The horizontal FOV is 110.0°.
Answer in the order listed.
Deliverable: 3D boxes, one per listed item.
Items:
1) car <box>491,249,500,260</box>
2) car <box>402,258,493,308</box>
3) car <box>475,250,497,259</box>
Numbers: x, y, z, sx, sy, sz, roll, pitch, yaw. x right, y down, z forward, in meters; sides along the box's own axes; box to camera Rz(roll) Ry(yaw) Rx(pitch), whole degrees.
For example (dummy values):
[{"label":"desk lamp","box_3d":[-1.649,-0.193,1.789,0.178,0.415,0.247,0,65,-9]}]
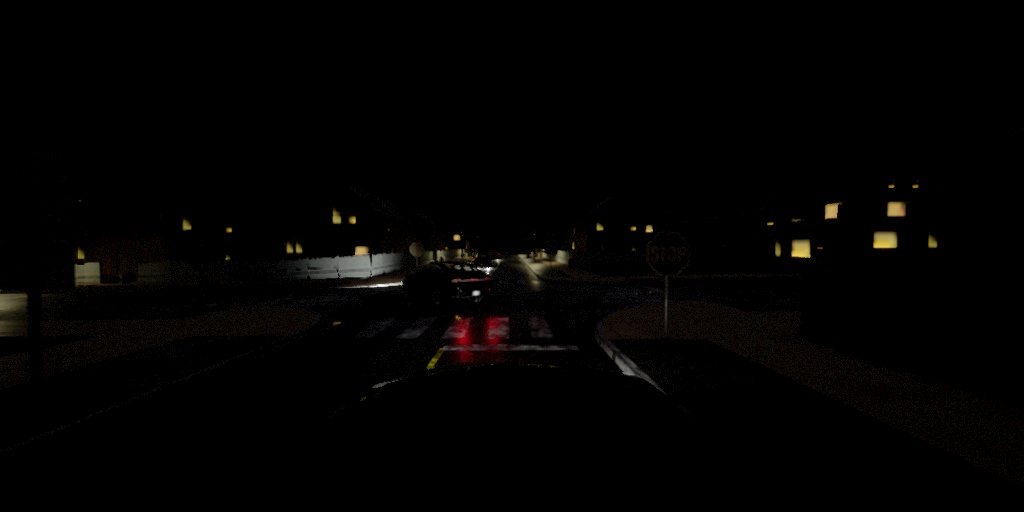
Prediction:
[{"label":"car","box_3d":[-3.062,-0.318,59.922,2.097,1.767,4.553,0,2,0]},{"label":"car","box_3d":[-2.607,0.958,13.636,2.128,1.511,4.902,-1,1,-36]},{"label":"car","box_3d":[-3.027,0.407,38.305,2.033,1.411,5.357,0,1,0]}]
